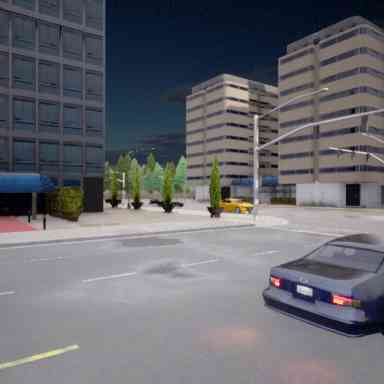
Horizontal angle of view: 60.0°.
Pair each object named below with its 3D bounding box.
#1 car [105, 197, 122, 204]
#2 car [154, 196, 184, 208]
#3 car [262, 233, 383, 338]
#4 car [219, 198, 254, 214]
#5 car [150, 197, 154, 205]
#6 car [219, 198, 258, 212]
[{"bbox_3d":[-15.123,1.600,64.185,1.895,1.301,4.718,0,0,-35],"label":"car"},{"bbox_3d":[-3.030,1.600,46.762,1.895,1.301,4.718,0,0,-35],"label":"car"},{"bbox_3d":[3.768,1.547,6.510,5.357,1.411,2.033,0,0,-35],"label":"car"},{"bbox_3d":[4.509,1.477,36.001,1.882,1.535,5.008,0,0,-35],"label":"car"},{"bbox_3d":[-5.424,1.491,56.297,2.128,1.511,4.902,0,0,-35],"label":"car"},{"bbox_3d":[5.608,1.504,40.535,1.837,1.490,4.892,0,0,-35],"label":"car"}]
